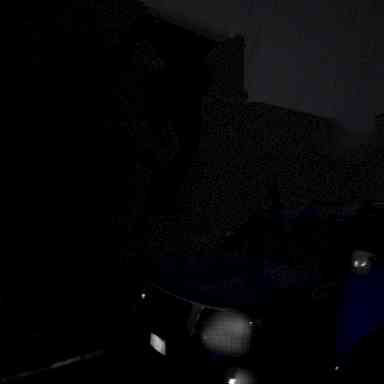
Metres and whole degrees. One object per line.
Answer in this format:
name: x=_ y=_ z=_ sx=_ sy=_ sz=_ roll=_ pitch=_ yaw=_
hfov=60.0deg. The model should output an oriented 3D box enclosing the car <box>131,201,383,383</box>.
car: x=1.897 y=1.194 z=5.035 sx=5.566 sy=2.045 sz=2.150 roll=0 pitch=0 yaw=-35
